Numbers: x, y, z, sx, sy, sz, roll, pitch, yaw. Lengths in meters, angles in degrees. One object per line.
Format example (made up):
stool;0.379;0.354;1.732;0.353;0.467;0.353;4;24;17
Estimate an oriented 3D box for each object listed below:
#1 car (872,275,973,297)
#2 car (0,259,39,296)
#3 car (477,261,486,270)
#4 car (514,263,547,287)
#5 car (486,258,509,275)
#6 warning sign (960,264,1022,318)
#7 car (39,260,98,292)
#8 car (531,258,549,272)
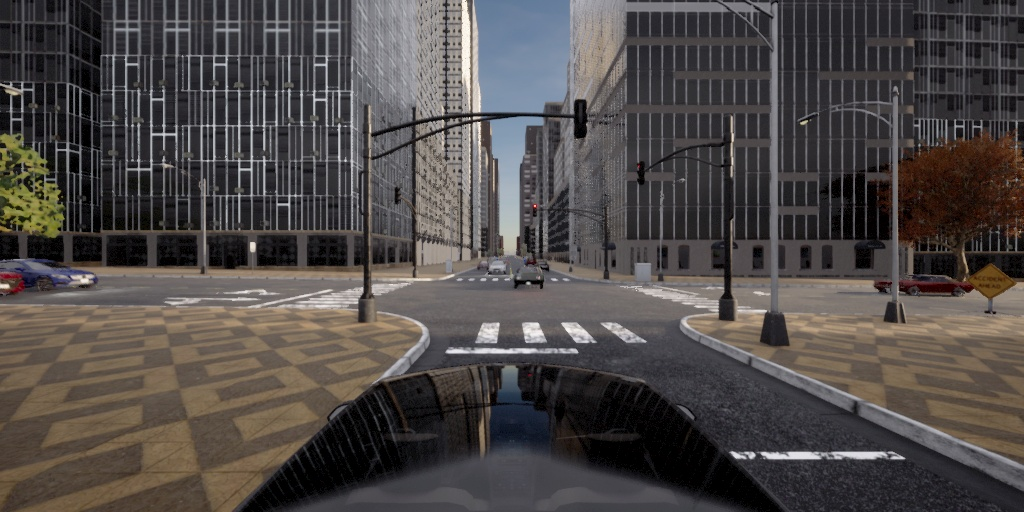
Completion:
car;26.012;1.840;22.822;4.718;1.301;1.895;1;0;-3
car;-22.162;0.845;13.795;5.008;1.535;1.882;1;0;-3
car;-4.113;1.334;52.197;1.802;1.307;4.207;0;0;0
car;1.159;1.368;24.169;1.895;1.301;4.718;0;0;3
car;-1.566;1.285;39.395;1.812;1.442;4.674;0;0;0
warning sign;17.258;1.202;12.940;1.060;1.860;1.300;0;0;-3
car;-22.750;0.881;17.022;4.674;1.442;1.812;1;0;-3
car;3.850;1.321;46.719;1.948;1.339;4.313;0;0;0
